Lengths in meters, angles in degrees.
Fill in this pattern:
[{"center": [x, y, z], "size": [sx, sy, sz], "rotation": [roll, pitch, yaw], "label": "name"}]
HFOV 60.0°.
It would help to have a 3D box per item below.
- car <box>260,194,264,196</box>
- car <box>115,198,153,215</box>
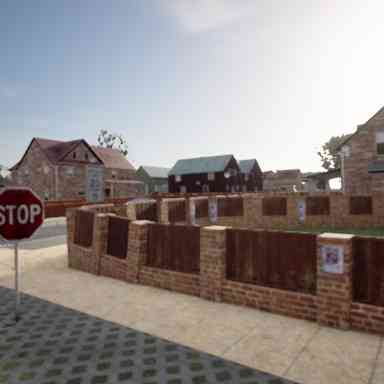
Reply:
[{"center": [8.553, 0.970, 44.603], "size": [1.895, 1.301, 4.718], "rotation": [-2, 0, 36], "label": "car"}, {"center": [-4.238, 1.237, 25.791], "size": [1.882, 1.535, 5.008], "rotation": [-2, 0, 32], "label": "car"}]
